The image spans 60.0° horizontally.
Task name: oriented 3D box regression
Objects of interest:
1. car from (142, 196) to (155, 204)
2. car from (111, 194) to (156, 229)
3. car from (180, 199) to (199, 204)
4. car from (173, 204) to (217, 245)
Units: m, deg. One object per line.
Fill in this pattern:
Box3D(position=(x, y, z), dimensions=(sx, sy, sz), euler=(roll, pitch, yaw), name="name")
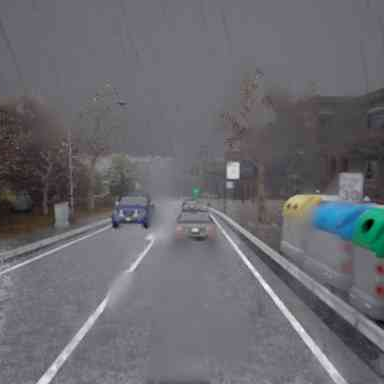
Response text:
Box3D(position=(-8.251, 1.470, 62.334), dimensions=(1.837, 1.490, 4.892), euler=(-1, 0, -14), name="car")
Box3D(position=(-3.609, 1.179, 21.645), dimensions=(2.150, 2.045, 5.566), euler=(0, 0, 0), name="car")
Box3D(position=(-0.179, 1.472, 34.508), dimensions=(2.033, 1.411, 5.357), euler=(0, 0, -3), name="car")
Box3D(position=(0.114, 1.518, 15.375), dimensions=(2.033, 1.411, 5.357), euler=(0, 0, 0), name="car")
